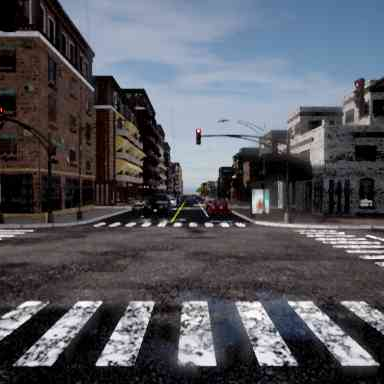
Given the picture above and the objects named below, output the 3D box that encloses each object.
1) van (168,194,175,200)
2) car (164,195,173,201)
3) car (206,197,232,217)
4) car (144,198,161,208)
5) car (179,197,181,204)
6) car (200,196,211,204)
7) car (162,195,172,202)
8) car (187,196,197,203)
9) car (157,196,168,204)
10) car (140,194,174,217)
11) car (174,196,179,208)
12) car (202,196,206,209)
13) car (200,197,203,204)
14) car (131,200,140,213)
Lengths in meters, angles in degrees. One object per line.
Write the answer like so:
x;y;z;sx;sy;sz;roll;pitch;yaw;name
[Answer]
-5.853;1.406;94.440;1.690;1.788;3.998;-1;0;0;van
-5.832;1.571;82.876;1.752;1.417;4.829;-1;0;0;car
2.632;1.438;31.803;1.967;1.590;4.097;0;0;0;car
-5.776;1.559;48.867;2.008;1.369;4.403;0;0;0;car
-3.106;1.585;64.945;1.812;1.442;4.674;0;0;0;car
2.577;1.574;65.983;2.008;1.369;4.403;-1;0;0;car
-5.825;1.478;77.349;1.967;1.590;4.097;0;0;0;car
-0.026;1.575;70.257;2.033;1.411;5.357;0;0;0;car
-5.804;1.549;65.787;1.752;1.417;4.829;0;0;0;car
-3.150;1.216;31.287;2.150;2.045;5.566;0;0;0;car
-3.172;1.532;47.209;1.812;1.442;4.674;0;0;0;car
2.614;1.586;43.197;1.802;1.307;4.206;0;0;0;car
2.604;1.559;48.894;2.008;1.369;4.403;0;0;0;car
-5.757;1.551;37.474;2.008;1.369;4.403;0;0;0;car
